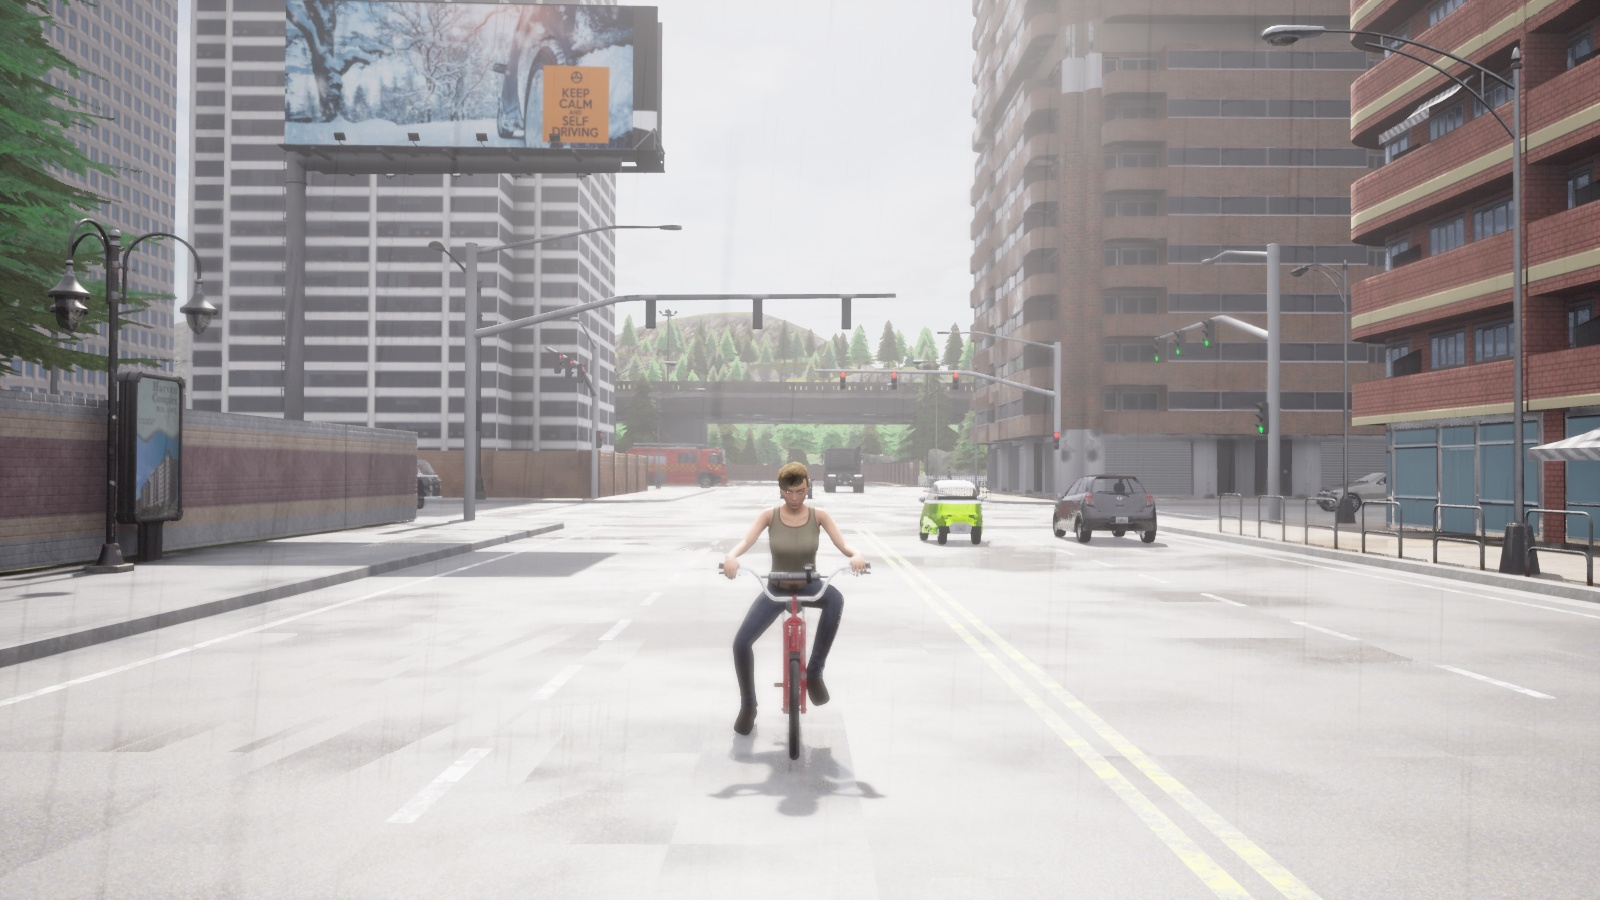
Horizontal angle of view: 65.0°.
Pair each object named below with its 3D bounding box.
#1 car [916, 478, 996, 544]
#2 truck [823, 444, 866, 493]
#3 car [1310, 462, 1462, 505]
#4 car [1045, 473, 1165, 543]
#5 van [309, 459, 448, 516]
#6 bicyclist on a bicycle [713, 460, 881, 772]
[{"bbox_3d":[3.426,1.322,27.811,1.481,1.376,2.207,0,-1,0],"label":"car"},{"bbox_3d":[3.248,1.386,93.548,2.891,3.462,7.936,0,-1,0],"label":"truck"},{"bbox_3d":[23.241,1.337,49.939,5.027,1.651,2.152,0,-1,0],"label":"car"},{"bbox_3d":[6.923,1.284,28.835,1.845,1.501,3.633,0,-1,0],"label":"car"},{"bbox_3d":[-15.563,1.380,46.543,4.480,2.038,2.069,0,-1,0],"label":"van"},{"bbox_3d":[-0.027,0.873,7.275,0.866,1.612,1.509,0,-1,-1],"label":"bicyclist on a bicycle"}]
